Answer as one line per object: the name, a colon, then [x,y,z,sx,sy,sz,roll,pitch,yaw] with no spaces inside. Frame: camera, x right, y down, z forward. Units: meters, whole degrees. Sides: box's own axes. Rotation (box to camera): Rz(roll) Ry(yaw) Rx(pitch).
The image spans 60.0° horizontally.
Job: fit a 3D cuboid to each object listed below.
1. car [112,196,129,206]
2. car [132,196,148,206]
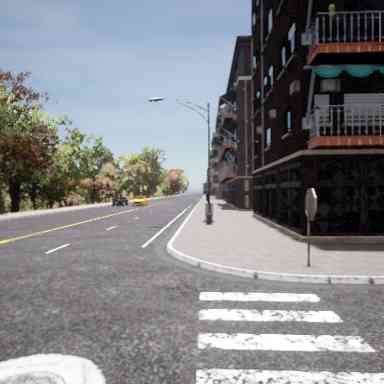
car: [-11.520,1.480,53.607,1.837,1.490,4.892,-1,0,3]
car: [-8.274,1.423,53.465,1.882,1.535,5.008,-1,0,3]
